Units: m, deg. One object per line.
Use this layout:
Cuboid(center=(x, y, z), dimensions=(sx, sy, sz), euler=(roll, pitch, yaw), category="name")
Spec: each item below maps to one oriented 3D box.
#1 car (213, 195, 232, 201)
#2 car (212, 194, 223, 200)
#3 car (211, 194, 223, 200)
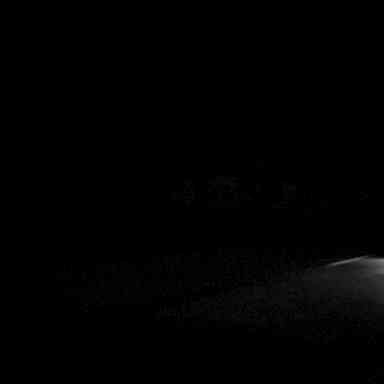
Cuboid(center=(8.430, 1.635, 92.879), dimensions=(4.974, 1.542, 2.038), euler=(0, 0, -6), category="car")
Cuboid(center=(8.379, 1.478, 92.874), dimensions=(4.536, 1.218, 1.853), euler=(0, 0, -6), category="car")
Cuboid(center=(7.086, 1.391, 95.355), dimensions=(1.845, 1.501, 3.633), euler=(0, 0, -24), category="car")
